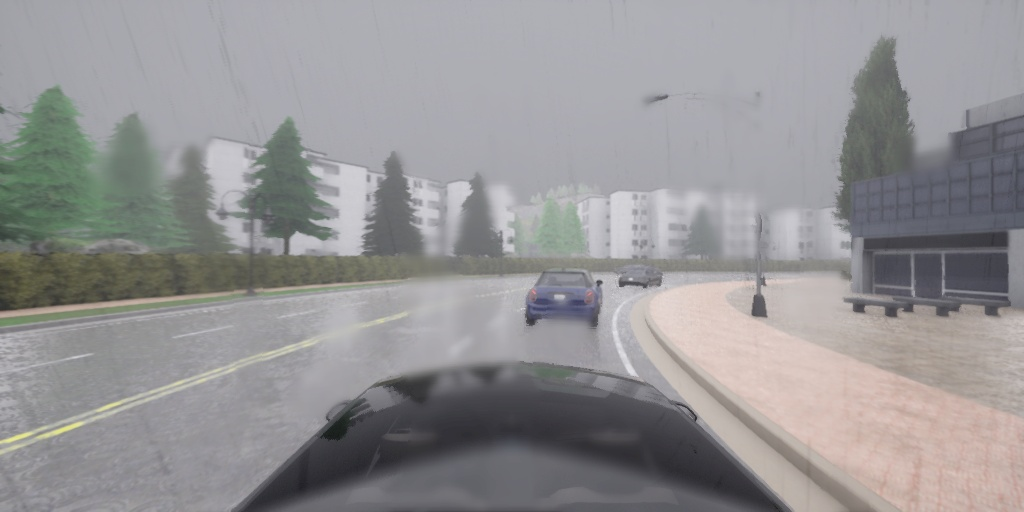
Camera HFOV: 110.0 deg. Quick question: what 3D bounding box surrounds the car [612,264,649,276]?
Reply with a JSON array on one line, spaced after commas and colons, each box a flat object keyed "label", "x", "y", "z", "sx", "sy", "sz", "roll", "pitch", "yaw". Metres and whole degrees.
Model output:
[{"label": "car", "x": 14.418, "y": 1.691, "z": 43.573, "sx": 4.181, "sy": 1.385, "sz": 1.994, "roll": 1, "pitch": 0, "yaw": -29}]

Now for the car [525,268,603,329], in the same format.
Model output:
[{"label": "car", "x": 1.893, "y": 1.180, "z": 11.902, "sx": 2.097, "sy": 1.767, "sz": 4.553, "roll": 0, "pitch": 0, "yaw": 15}]

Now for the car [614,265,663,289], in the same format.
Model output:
[{"label": "car", "x": 9.224, "y": 1.538, "z": 25.568, "sx": 1.994, "sy": 1.385, "sz": 4.181, "roll": 0, "pitch": 0, "yaw": 39}]
